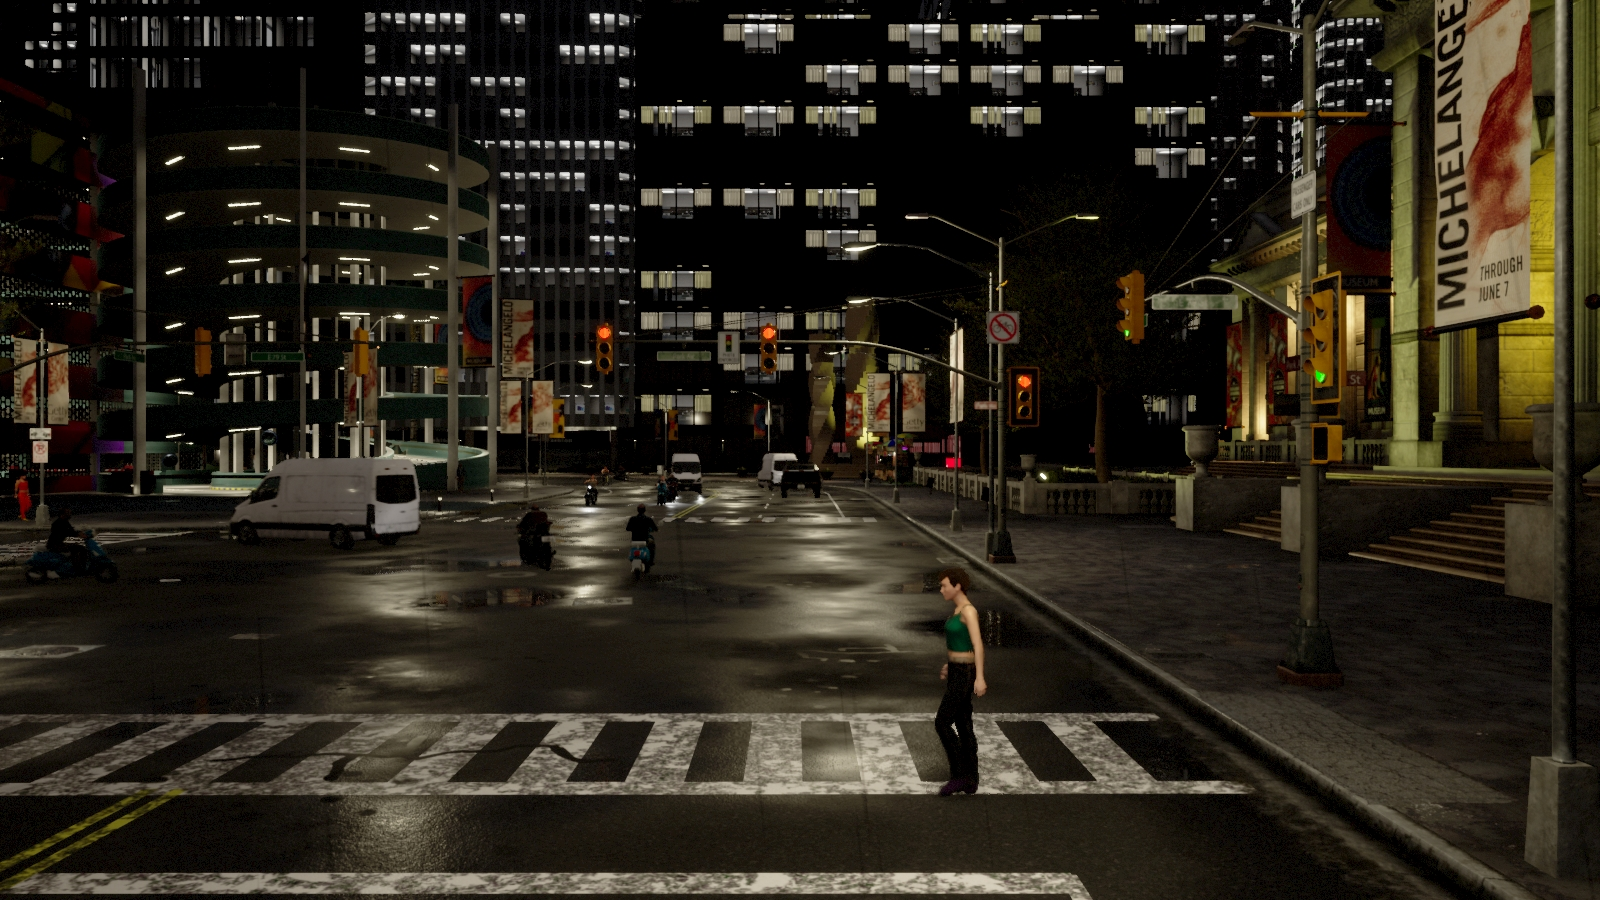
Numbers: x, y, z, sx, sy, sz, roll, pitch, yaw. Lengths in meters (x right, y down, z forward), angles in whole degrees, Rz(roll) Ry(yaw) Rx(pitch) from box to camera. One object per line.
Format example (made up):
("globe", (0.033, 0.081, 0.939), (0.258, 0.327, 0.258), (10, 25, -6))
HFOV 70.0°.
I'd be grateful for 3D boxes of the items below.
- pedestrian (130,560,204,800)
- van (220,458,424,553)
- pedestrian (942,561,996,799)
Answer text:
("pedestrian", (-5.156, 1.848, 9.310), (0.375, 1.860, 0.375), (0, 0, 18))
("van", (-13.991, 1.534, 33.368), (5.915, 2.561, 1.988), (0, 0, 24))
("pedestrian", (1.367, 1.849, 9.280), (0.375, 1.860, 0.375), (0, 0, -2))
